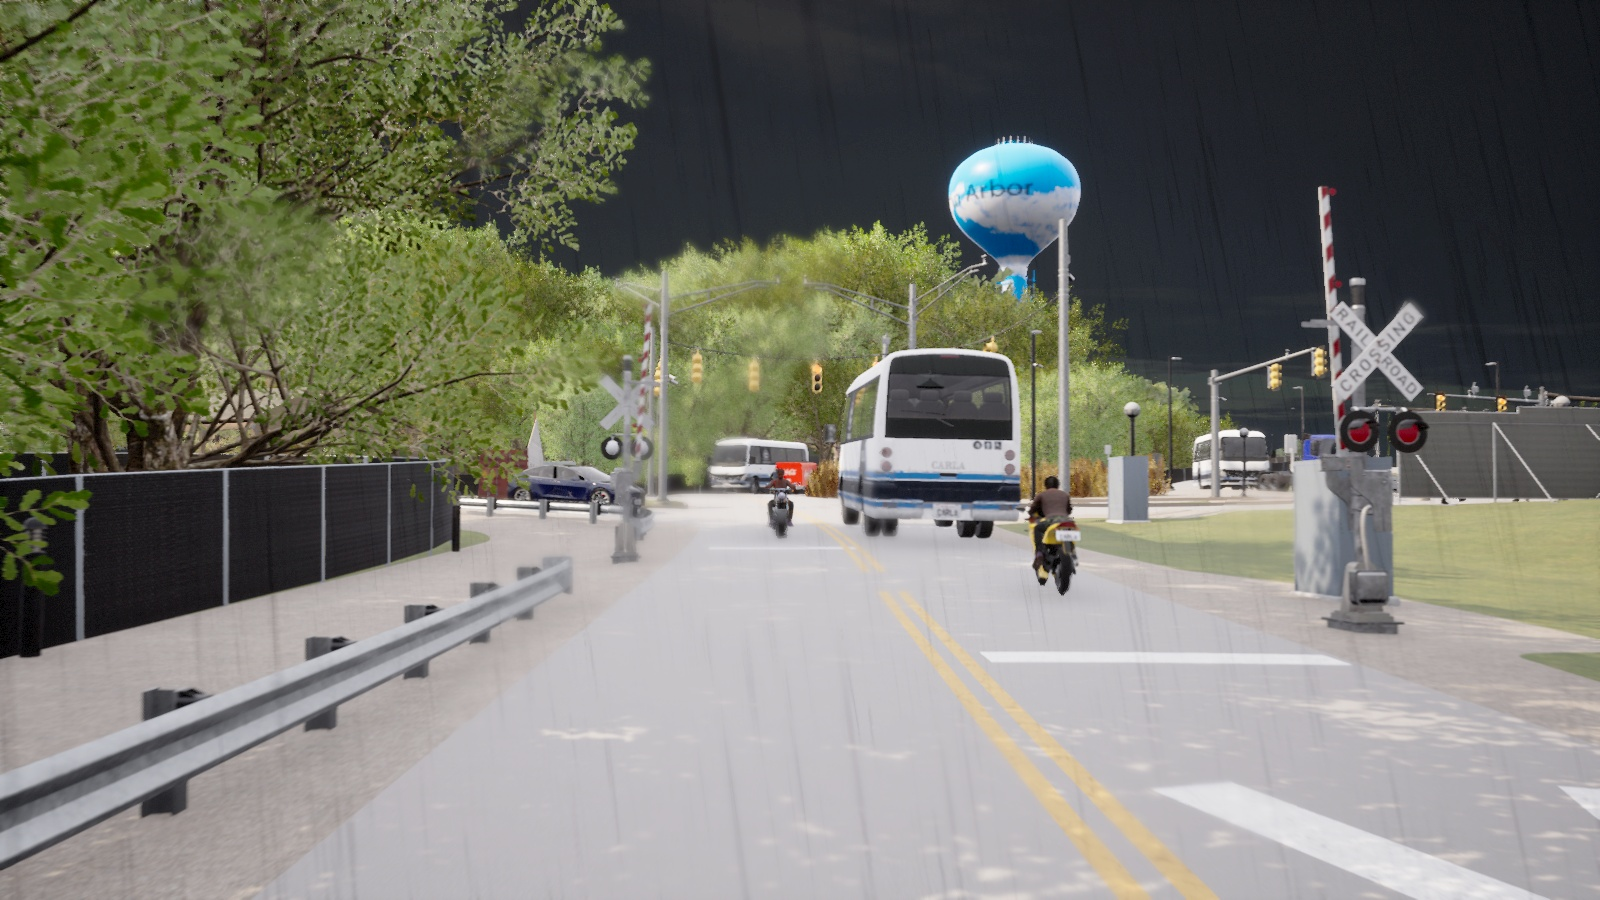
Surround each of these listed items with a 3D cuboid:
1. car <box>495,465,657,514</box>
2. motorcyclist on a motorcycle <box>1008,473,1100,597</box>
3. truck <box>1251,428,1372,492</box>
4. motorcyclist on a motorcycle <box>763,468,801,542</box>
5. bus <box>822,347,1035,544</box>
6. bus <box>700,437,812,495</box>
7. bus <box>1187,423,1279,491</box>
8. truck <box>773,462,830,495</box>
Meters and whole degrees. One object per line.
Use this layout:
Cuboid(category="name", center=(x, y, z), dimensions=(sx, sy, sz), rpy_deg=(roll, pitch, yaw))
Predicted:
Cuboid(category="car", center=(-7.310, 1.270, 40.943), dimensions=(4.792, 1.488, 2.163), rpy_deg=(0, -2, 26))
Cuboid(category="motorcyclist on a motorcycle", center=(3.324, 1.075, 16.617), dimensions=(0.797, 1.523, 2.044), rpy_deg=(0, -1, 0))
Cuboid(category="truck", center=(29.288, 0.595, 72.284), dimensions=(2.891, 3.462, 7.936), rpy_deg=(0, -1, -7))
Cuboid(category="motorcyclist on a motorcycle", center=(-0.434, 1.239, 29.260), dimensions=(0.766, 1.649, 2.350), rpy_deg=(0, -1, -3))
Cuboid(category="bus", center=(2.914, -0.035, 32.552), dimensions=(3.944, 4.253, 10.273), rpy_deg=(1, -1, -3))
Cuboid(category="bus", center=(-3.299, 1.354, 97.748), dimensions=(3.944, 4.253, 10.273), rpy_deg=(-1, -2, 29))
Cuboid(category="bus", center=(29.647, 0.635, 86.569), dimensions=(3.944, 4.253, 10.273), rpy_deg=(0, -3, 8))
Cuboid(category="truck", center=(0.145, 2.227, 96.669), dimensions=(2.627, 2.467, 5.204), rpy_deg=(-1, -2, 22))
